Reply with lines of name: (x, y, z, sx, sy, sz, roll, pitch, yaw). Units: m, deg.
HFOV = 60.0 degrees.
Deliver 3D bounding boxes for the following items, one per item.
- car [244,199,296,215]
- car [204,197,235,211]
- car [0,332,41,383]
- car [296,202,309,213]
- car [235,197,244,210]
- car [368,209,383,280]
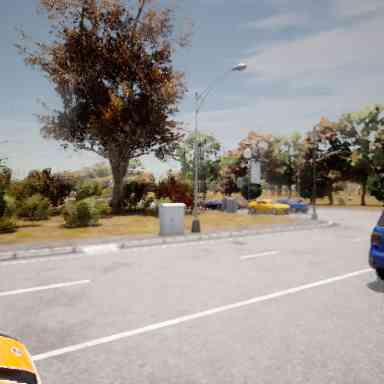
car: (8.199, 1.560, 35.428, 1.882, 1.535, 5.008, 0, 0, -32)
car: (3.216, 1.676, 43.281, 1.895, 1.301, 4.718, 0, 0, -33)
car: (-3.097, 1.346, 1.536, 4.553, 1.767, 2.097, 0, 0, -36)
car: (10.892, 1.571, 37.712, 1.882, 1.535, 5.008, 0, 0, -32)
car: (6.007, 1.437, 45.405, 2.097, 1.767, 4.553, 0, 0, -33)
car: (6.815, 1.253, 8.614, 5.566, 2.045, 2.150, 0, 0, -35)
